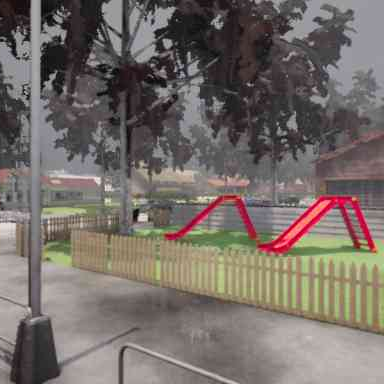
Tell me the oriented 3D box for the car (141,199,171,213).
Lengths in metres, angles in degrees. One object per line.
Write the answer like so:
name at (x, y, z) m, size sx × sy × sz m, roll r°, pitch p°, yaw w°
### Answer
car at (-3.597, 1.473, 34.961) m, size 1.837 × 1.490 × 4.892 m, roll 0°, pitch 0°, yaw 35°

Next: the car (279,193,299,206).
car at (16.112, 1.194, 55.562) m, size 2.150 × 2.045 × 5.566 m, roll 0°, pitch 0°, yaw 35°

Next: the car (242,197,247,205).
car at (9.299, 1.446, 52.912) m, size 1.882 × 1.535 × 5.008 m, roll 0°, pitch 0°, yaw 36°

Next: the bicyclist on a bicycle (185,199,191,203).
bicyclist on a bicycle at (-0.249, 1.329, 25.189) m, size 1.656 × 1.620 × 0.582 m, roll 0°, pitch 0°, yaw 35°

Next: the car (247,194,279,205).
car at (10.095, 1.478, 47.034) m, size 1.837 × 1.490 × 4.892 m, roll 0°, pitch 0°, yaw 36°

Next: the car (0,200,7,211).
car at (-20.514, 1.253, 33.601) m, size 4.181 × 1.381 × 1.994 m, roll 0°, pitch 0°, yaw 35°
